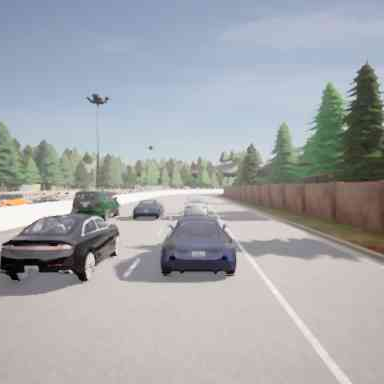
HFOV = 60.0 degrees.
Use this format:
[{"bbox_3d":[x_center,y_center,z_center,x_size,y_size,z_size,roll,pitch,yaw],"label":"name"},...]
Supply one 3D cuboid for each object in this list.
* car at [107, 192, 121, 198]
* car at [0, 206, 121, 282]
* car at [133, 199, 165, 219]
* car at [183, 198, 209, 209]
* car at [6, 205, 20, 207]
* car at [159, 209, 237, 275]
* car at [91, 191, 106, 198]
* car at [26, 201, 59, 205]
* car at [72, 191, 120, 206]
[{"bbox_3d":[-16.803,0.611,72.282,1.895,1.301,4.718,0,1,1],"label":"car"},{"bbox_3d":[-3.329,1.365,9.370,2.128,1.511,4.902,0,1,1],"label":"car"},{"bbox_3d":[-3.180,1.231,25.011,1.994,1.385,4.181,0,1,1],"label":"car"},{"bbox_3d":[0.316,1.189,25.444,1.812,1.442,4.674,0,1,0],"label":"car"},{"bbox_3d":[-17.308,0.936,30.936,2.097,1.767,4.553,0,1,1],"label":"car"},{"bbox_3d":[0.177,1.430,10.002,1.994,1.385,4.181,0,1,1],"label":"car"},{"bbox_3d":[-20.302,0.566,72.346,1.994,1.385,4.181,0,1,1],"label":"car"},{"bbox_3d":[-13.806,1.146,31.185,1.994,1.385,4.181,0,1,1],"label":"car"},{"bbox_3d":[-6.693,0.906,23.620,2.150,2.045,5.566,0,1,1],"label":"car"}]
